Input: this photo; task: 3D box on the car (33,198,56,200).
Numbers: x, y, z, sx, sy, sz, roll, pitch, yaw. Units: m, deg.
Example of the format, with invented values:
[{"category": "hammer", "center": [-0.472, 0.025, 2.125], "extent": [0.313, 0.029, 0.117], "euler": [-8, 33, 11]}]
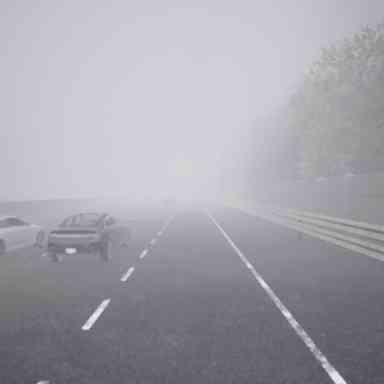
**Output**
[{"category": "car", "center": [-21.046, 1.602, 49.244], "extent": [1.895, 1.301, 4.718], "euler": [0, 0, 1]}]

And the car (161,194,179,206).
[{"category": "car", "center": [-3.516, 1.496, 55.151], "extent": [2.128, 1.511, 4.902], "euler": [0, 0, 0]}]

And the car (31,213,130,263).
[{"category": "car", "center": [-3.505, 1.492, 12.047], "extent": [2.128, 1.511, 4.902], "euler": [0, 0, 0]}]

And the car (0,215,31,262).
[{"category": "car", "center": [-7.002, 1.526, 11.881], "extent": [1.812, 1.442, 4.674], "euler": [0, 0, 0]}]

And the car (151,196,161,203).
[{"category": "car", "center": [-7.019, 1.601, 71.463], "extent": [1.895, 1.301, 4.718], "euler": [0, 0, 0]}]

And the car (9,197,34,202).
[{"category": "car", "center": [-24.542, 1.526, 49.291], "extent": [1.812, 1.442, 4.674], "euler": [0, 0, 1]}]

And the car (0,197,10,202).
[{"category": "car", "center": [-28.041, 1.493, 49.259], "extent": [2.128, 1.511, 4.902], "euler": [0, 0, 1]}]

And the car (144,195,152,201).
[{"category": "car", "center": [-10.522, 1.531, 81.343], "extent": [1.812, 1.442, 4.674], "euler": [0, 0, 0]}]
